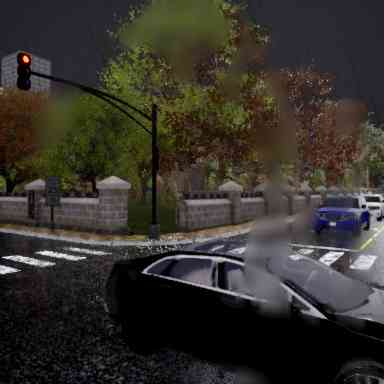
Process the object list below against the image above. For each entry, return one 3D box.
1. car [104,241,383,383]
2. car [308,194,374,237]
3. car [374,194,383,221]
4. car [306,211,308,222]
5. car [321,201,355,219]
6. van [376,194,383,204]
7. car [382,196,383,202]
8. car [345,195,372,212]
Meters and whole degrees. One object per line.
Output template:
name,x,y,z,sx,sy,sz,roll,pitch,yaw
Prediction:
car,0.912,1.492,4.482,4.902,1.511,2.128,0,0,36
car,8.429,1.208,18.471,2.150,2.045,5.566,0,0,35
car,14.451,1.202,27.183,2.150,2.045,5.566,0,0,35
car,10.061,1.525,25.386,1.887,1.381,4.507,0,0,35
car,13.292,1.528,30.061,2.008,1.369,4.403,0,0,35
van,35.910,1.265,62.788,1.690,1.788,3.998,0,0,35
car,42.371,1.476,72.139,1.802,1.307,4.206,0,0,35
car,19.754,1.285,39.411,2.192,1.841,5.009,0,0,35
